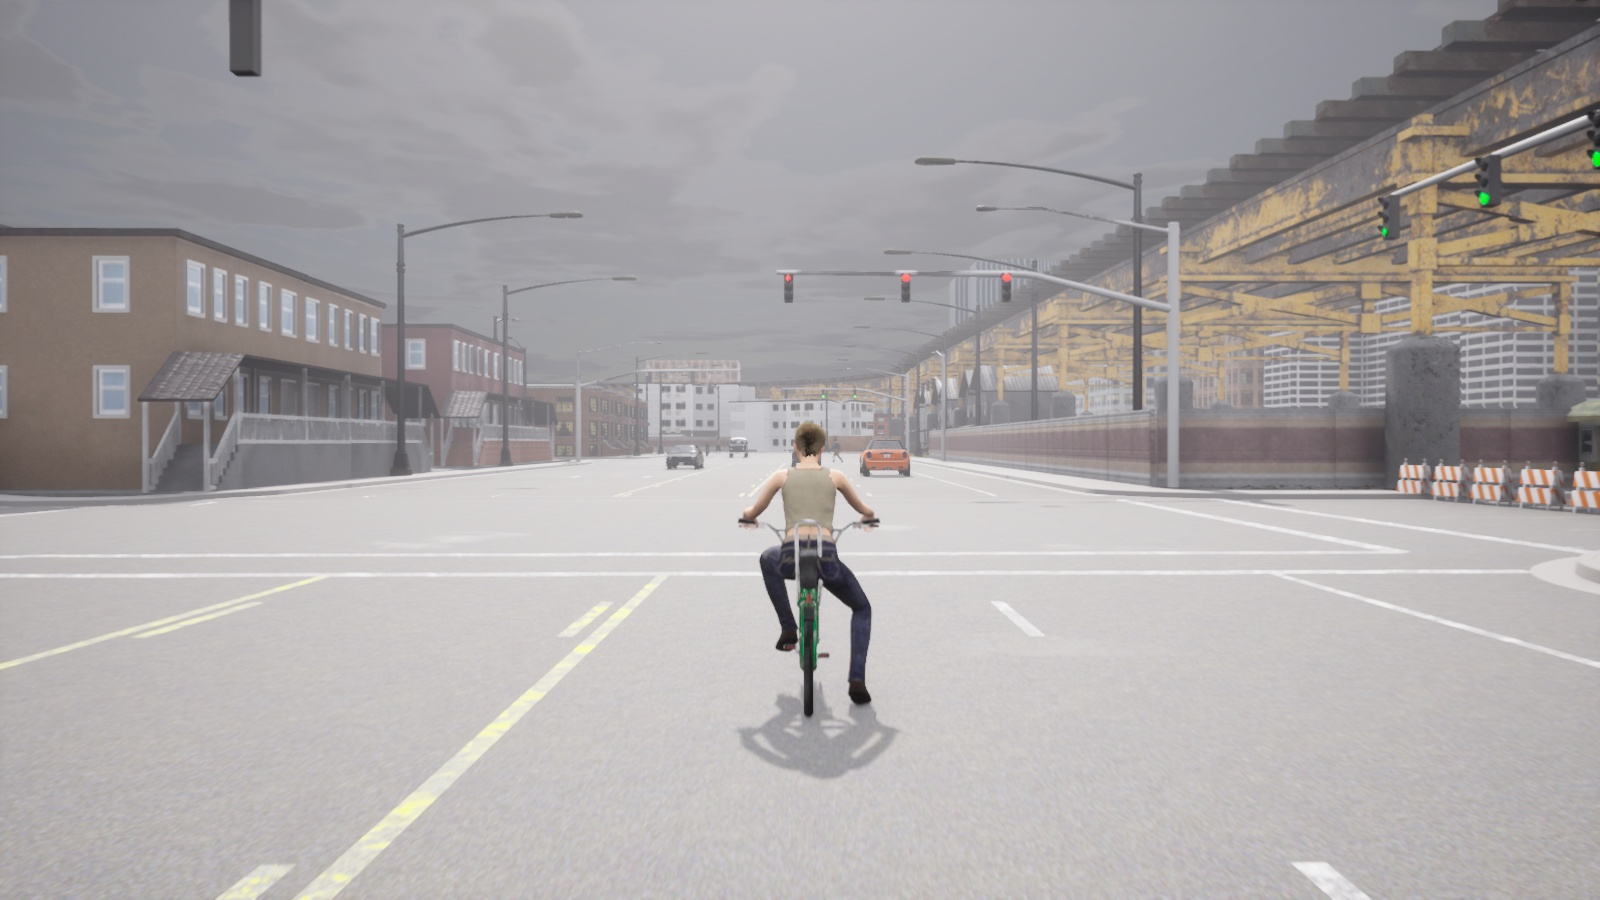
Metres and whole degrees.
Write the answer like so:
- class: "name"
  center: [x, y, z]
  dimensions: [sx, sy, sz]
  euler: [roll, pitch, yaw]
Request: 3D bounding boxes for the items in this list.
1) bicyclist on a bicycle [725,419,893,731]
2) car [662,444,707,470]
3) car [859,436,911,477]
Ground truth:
- class: "bicyclist on a bicycle"
  center: [0.051, 0.641, 7.234]
  dimensions: [0.866, 1.612, 1.509]
  euler: [0, 0, 0]
- class: "car"
  center: [-6.575, 0.366, 72.039]
  dimensions: [2.033, 1.411, 5.357]
  euler: [0, 0, 0]
- class: "car"
  center: [3.843, 0.271, 57.436]
  dimensions: [2.097, 1.767, 4.553]
  euler: [0, 0, 0]
